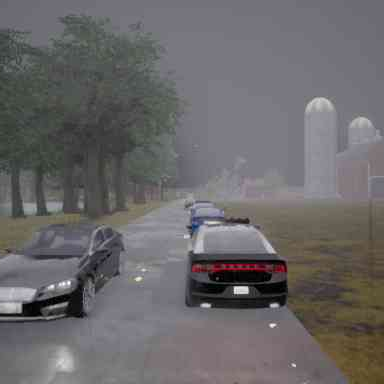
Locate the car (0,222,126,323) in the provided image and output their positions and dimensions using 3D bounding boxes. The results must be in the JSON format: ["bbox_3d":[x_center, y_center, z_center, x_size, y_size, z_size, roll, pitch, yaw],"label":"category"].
[{"bbox_3d":[-2.762,1.494,7.492,2.128,1.511,4.902,0,0,0],"label":"car"}]

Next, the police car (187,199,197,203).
[{"bbox_3d":[0.791,1.443,24.108,1.930,1.638,5.238,0,0,0],"label":"police car"}]

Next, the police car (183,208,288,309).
[{"bbox_3d":[0.813,1.428,8.107,1.930,1.638,5.238,0,0,0],"label":"police car"}]

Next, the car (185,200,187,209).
[{"bbox_3d":[-0.040,1.700,47.064,1.895,1.301,4.718,0,0,1],"label":"car"}]

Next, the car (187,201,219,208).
[{"bbox_3d":[0.799,1.487,17.998,1.882,1.535,5.008,0,0,0],"label":"car"}]
